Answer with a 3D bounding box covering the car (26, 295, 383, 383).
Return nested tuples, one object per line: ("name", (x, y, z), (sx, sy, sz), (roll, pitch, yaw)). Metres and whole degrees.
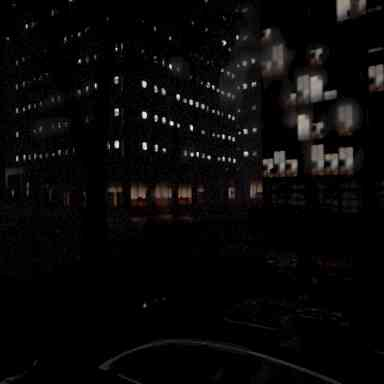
("car", (0.440, 1.551, 2.574), (4.403, 1.369, 2.008), (0, -1, 36))
